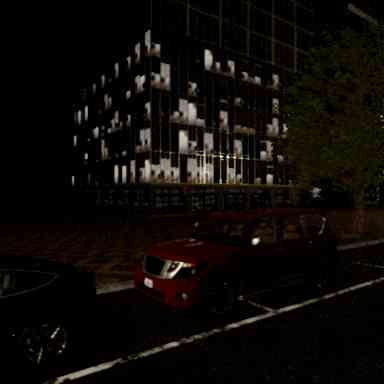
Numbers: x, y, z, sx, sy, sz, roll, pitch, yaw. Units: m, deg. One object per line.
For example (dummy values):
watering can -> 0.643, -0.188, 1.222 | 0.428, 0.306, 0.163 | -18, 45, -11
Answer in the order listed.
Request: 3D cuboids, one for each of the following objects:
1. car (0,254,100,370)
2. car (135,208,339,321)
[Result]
car -> -3.348, 1.566, 4.171 | 4.313, 1.339, 1.947 | 0, 0, -35
car -> 1.267, 1.319, 7.462 | 5.009, 1.841, 2.192 | 0, 0, -35
